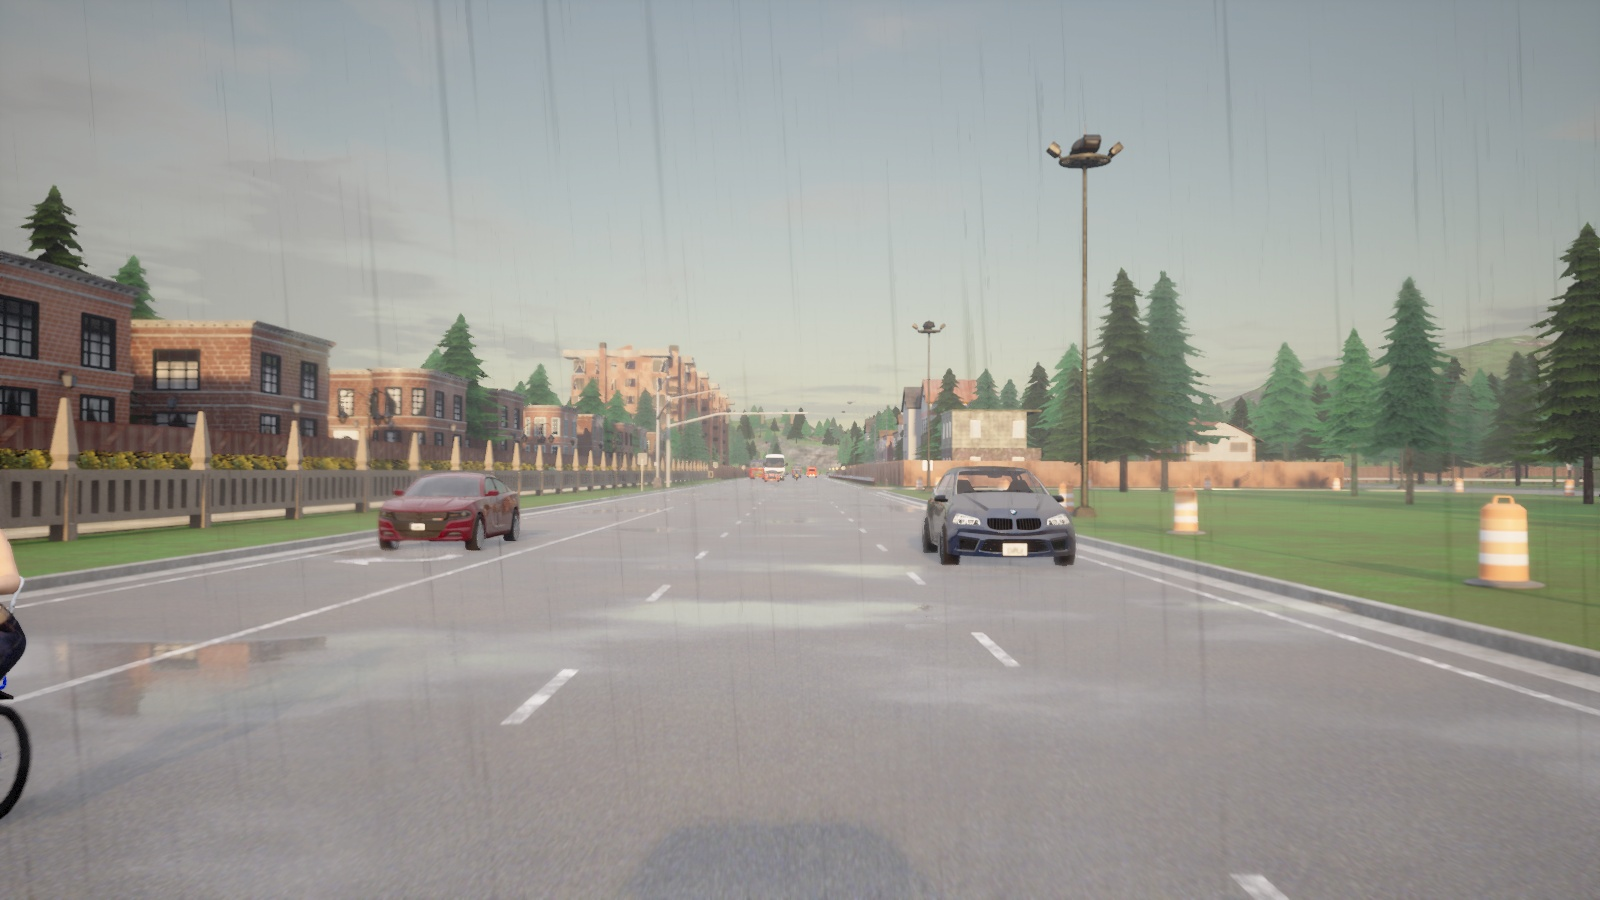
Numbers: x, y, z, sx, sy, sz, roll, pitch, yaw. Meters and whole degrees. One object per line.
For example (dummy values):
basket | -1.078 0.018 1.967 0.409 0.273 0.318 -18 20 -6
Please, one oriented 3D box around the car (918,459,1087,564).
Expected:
car | 3.445 1.019 22.349 2.242 1.667 4.611 0 -1 0

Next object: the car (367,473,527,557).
car | -7.062 1.251 25.703 1.882 1.535 5.008 0 -1 0

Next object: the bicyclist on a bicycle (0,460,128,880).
bicyclist on a bicycle | -3.507 0.849 4.982 0.866 1.612 1.509 0 -1 0
